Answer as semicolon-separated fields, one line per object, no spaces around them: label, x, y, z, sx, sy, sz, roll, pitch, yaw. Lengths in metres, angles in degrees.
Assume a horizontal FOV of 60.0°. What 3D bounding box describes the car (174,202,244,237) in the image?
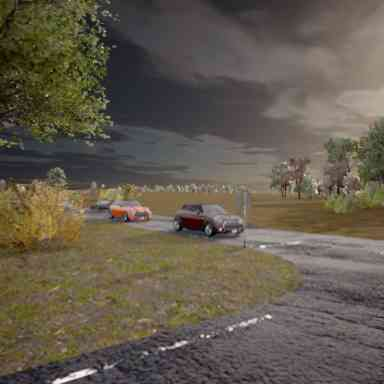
car;0.881;1.420;18.767;2.097;1.767;4.553;1;-1;-35

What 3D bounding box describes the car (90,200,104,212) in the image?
car;-11.111;1.659;41.025;1.812;1.442;4.674;1;-1;-35

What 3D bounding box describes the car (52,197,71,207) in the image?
car;-22.366;1.628;56.792;1.882;1.535;5.008;1;-1;-35

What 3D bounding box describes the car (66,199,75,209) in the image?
car;-16.067;1.589;42.547;2.128;1.511;4.902;1;-1;-35

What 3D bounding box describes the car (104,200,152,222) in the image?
car;-5.070;1.430;27.094;2.097;1.767;4.553;1;-1;-36
